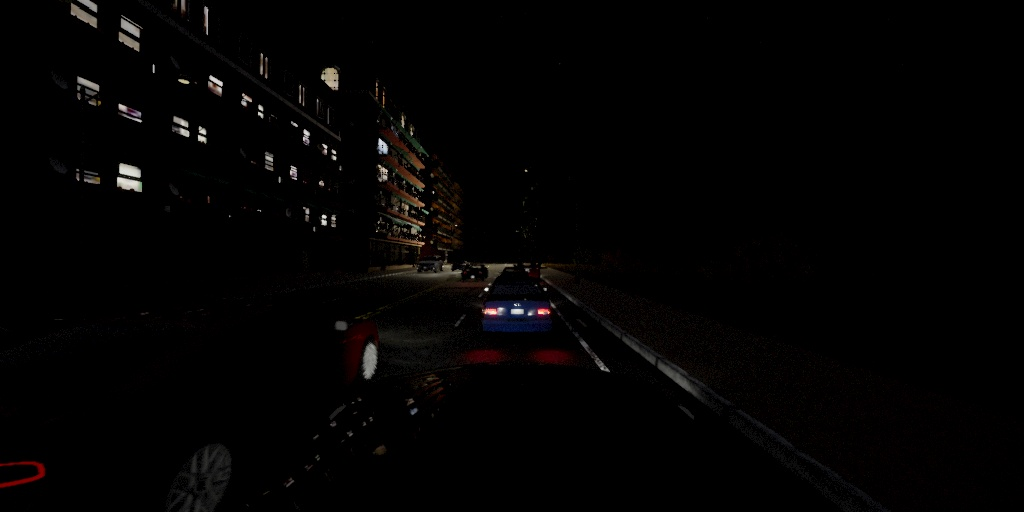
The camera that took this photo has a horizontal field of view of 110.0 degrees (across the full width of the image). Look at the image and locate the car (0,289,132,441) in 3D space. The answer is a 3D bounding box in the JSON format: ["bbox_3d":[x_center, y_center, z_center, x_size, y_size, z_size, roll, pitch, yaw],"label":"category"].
[{"bbox_3d":[-6.600,1.241,2.766,2.128,1.511,4.902,0,0,0],"label":"car"}]

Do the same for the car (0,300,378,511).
[{"bbox_3d":[-3.149,1.228,3.999,1.882,1.535,5.008,0,0,0],"label":"car"}]

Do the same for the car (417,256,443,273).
[{"bbox_3d":[-9.772,0.975,43.088,2.150,2.045,5.566,0,0,0],"label":"car"}]

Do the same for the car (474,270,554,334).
[{"bbox_3d":[0.117,1.299,10.583,2.033,1.411,5.357,0,0,0],"label":"car"}]

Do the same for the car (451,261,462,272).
[{"bbox_3d":[-6.518,1.301,45.831,2.033,1.411,5.357,0,0,0],"label":"car"}]

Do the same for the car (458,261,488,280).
[{"bbox_3d":[-3.097,1.354,30.681,1.895,1.301,4.718,0,0,0],"label":"car"}]

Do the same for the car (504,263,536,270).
[{"bbox_3d":[0.129,1.317,20.916,1.994,1.385,4.181,0,0,1],"label":"car"}]

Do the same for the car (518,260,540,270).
[{"bbox_3d":[1.189,1.105,29.851,2.097,1.767,4.553,0,0,0],"label":"car"}]
